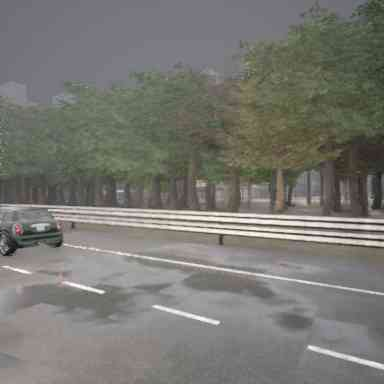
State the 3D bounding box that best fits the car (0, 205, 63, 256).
[{"bbox_3d":[-7.247,1.361,13.356,4.553,1.767,2.097,0,0,36],"label":"car"}]
